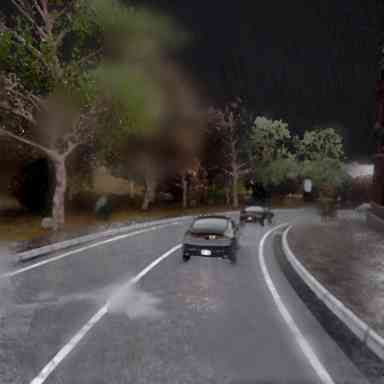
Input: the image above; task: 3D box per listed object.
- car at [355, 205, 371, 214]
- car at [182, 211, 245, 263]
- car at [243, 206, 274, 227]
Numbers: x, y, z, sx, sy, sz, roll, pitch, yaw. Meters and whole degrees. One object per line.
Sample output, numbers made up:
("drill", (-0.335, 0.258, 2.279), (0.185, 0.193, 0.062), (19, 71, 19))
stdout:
("car", (31.956, 3.163, 61.336), (4.892, 1.490, 1.837), (3, 2, -40))
("car", (0.891, 1.643, 12.698), (1.837, 1.490, 4.892), (1, 0, 11))
("car", (5.318, 1.839, 26.797), (1.882, 1.535, 5.008), (3, 0, 25))
